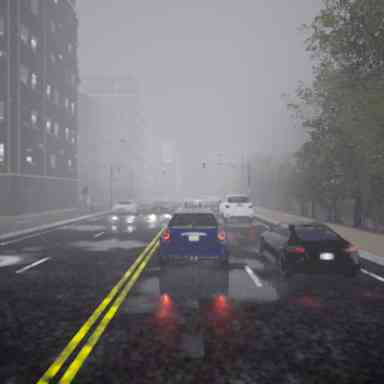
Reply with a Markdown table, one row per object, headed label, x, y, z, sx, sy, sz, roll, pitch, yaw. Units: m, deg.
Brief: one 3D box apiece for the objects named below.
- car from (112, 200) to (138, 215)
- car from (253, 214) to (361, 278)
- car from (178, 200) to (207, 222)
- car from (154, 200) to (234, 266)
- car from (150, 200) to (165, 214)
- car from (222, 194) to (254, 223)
| label | x | y | z | sx | sy | sz | roll | pitch | yaw |
| --- | --- | --- | --- | --- | --- | --- | --- | --- | --- |
| car | -6.576 | 1.503 | 33.136 | 1.812 | 1.442 | 4.674 | 0 | 0 | 0 |
| car | 3.311 | 1.553 | 10.144 | 1.994 | 1.385 | 4.181 | 0 | 0 | 0 |
| car | 0.068 | 1.472 | 26.759 | 2.128 | 1.511 | 4.902 | 0 | 0 | 0 |
| car | 0.066 | 1.341 | 11.636 | 2.097 | 1.767 | 4.553 | 0 | 0 | 0 |
| car | -3.315 | 1.578 | 35.795 | 1.895 | 1.301 | 4.718 | 0 | 0 | 0 |
| car | 3.312 | 1.202 | 25.588 | 2.150 | 2.045 | 5.566 | 0 | 0 | 1 |
